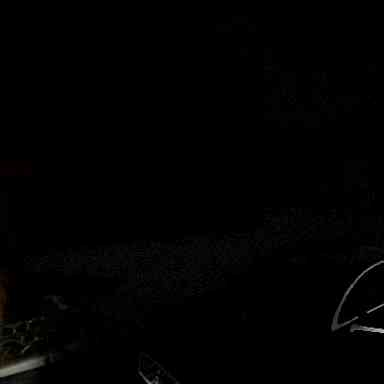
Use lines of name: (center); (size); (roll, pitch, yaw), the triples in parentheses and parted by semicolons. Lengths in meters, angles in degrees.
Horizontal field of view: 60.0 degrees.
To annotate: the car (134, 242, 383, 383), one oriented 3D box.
car: (1.657, 1.485, 4.239); (4.892, 1.490, 1.837); (0, 0, -35)
